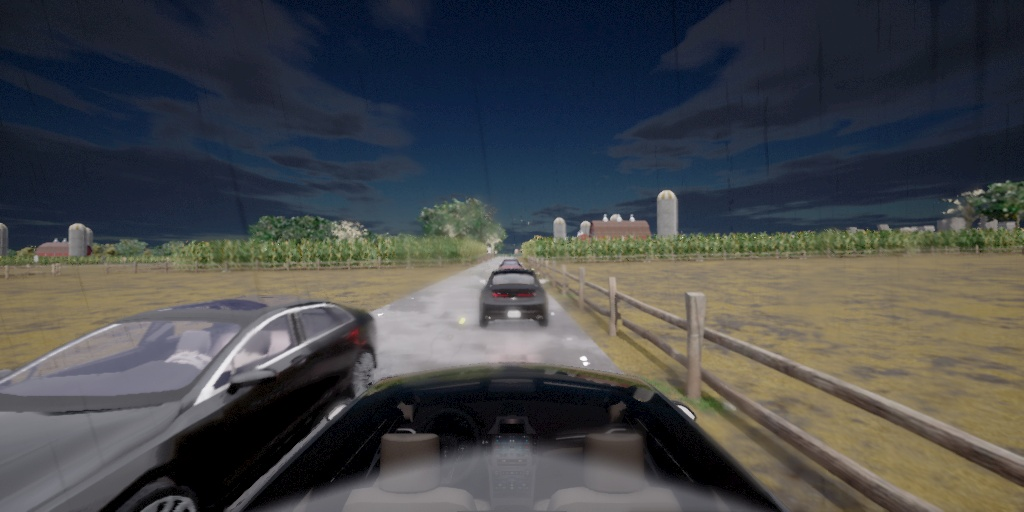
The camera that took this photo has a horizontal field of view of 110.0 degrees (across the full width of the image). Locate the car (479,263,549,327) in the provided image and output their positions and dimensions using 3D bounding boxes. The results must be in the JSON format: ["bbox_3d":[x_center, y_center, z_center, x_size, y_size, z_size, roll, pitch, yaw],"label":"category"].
[{"bbox_3d":[0.034,1.131,11.033,1.837,1.490,4.892,0,1,0],"label":"car"}]

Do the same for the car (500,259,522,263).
[{"bbox_3d":[-0.088,0.952,27.930,1.994,1.385,4.181,0,1,0],"label":"car"}]

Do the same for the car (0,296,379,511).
[{"bbox_3d":[-2.859,1.220,3.389,2.128,1.511,4.902,0,1,0],"label":"car"}]
